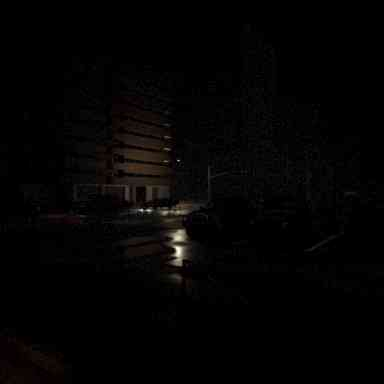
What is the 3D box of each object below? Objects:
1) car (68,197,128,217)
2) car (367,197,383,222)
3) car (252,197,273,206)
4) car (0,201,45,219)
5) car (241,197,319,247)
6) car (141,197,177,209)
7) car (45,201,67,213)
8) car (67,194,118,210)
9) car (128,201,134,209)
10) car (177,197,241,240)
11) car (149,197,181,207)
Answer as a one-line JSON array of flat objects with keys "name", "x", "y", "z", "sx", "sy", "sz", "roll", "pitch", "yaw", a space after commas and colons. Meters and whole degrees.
[{"name": "car", "x": -8.859, "y": 1.491, "z": 31.832, "sx": 2.128, "sy": 1.511, "sz": 4.902, "roll": 0, "pitch": 0, "yaw": 34}, {"name": "car", "x": 15.935, "y": 1.395, "z": 27.290, "sx": 1.970, "sy": 1.475, "sz": 3.806, "roll": 0, "pitch": 0, "yaw": 34}, {"name": "car", "x": 12.090, "y": 1.526, "z": 56.754, "sx": 1.812, "sy": 1.442, "sz": 4.674, "roll": 0, "pitch": 0, "yaw": 34}, {"name": "car", "x": -15.411, "y": 1.564, "z": 28.694, "sx": 1.994, "sy": 1.385, "sz": 4.181, "roll": 0, "pitch": 0, "yaw": 34}, {"name": "car", "x": 3.909, "y": 1.156, "z": 14.336, "sx": 1.905, "sy": 1.878, "sz": 3.866, "roll": 0, "pitch": 0, "yaw": 34}, {"name": "car", "x": -4.497, "y": 1.547, "z": 44.933, "sx": 2.033, "sy": 1.411, "sz": 5.357, "roll": 0, "pitch": 0, "yaw": 34}, {"name": "car", "x": -15.327, "y": 1.601, "z": 35.098, "sx": 1.895, "sy": 1.301, "sz": 4.718, "roll": 0, "pitch": 0, "yaw": 34}, {"name": "car", "x": -10.305, "y": 1.221, "z": 36.295, "sx": 2.150, "sy": 2.045, "sz": 5.566, "roll": 0, "pitch": 0, "yaw": 34}, {"name": "car", "x": -9.952, "y": 1.547, "z": 43.102, "sx": 2.033, "sy": 1.411, "sz": 5.357, "roll": 0, "pitch": 0, "yaw": 34}, {"name": "car", "x": 1.542, "y": 1.153, "z": 16.003, "sx": 1.932, "sy": 1.855, "sz": 4.605, "roll": 0, "pitch": 0, "yaw": 34}, {"name": "car", "x": -4.121, "y": 1.547, "z": 51.719, "sx": 2.033, "sy": 1.411, "sz": 5.357, "roll": 0, "pitch": 0, "yaw": 35}]
